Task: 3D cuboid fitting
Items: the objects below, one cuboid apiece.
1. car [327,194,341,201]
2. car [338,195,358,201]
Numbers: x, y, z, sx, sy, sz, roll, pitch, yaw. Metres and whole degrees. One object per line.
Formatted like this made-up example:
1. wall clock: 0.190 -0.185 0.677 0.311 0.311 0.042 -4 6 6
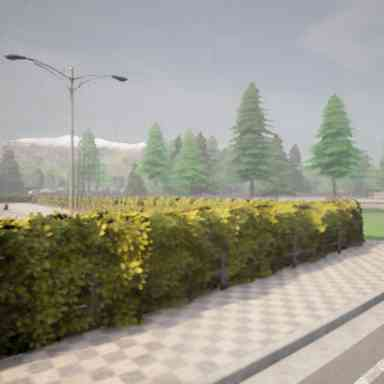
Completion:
1. car: 33.599 1.380 78.603 2.150 2.045 5.566 0 0 6
2. car: 32.469 1.715 68.277 2.128 1.511 4.902 0 0 6
